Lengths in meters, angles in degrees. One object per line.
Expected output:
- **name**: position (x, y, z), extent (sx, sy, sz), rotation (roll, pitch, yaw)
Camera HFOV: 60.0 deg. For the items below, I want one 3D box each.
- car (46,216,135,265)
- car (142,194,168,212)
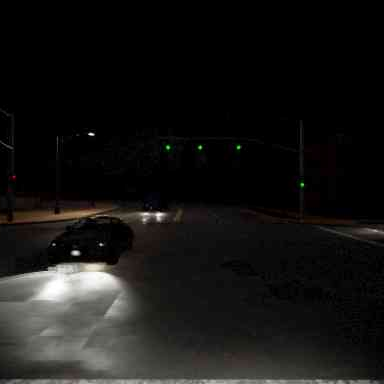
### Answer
- **car**: position (-3.301, 1.564, 11.571), extent (1.994, 1.385, 4.181), rotation (0, 0, 2)
- **car**: position (-4.222, 1.296, 38.672), extent (2.150, 2.045, 5.566), rotation (-1, 2, 5)
